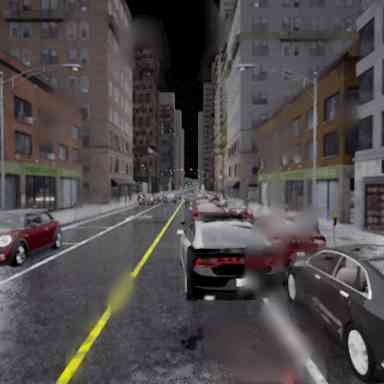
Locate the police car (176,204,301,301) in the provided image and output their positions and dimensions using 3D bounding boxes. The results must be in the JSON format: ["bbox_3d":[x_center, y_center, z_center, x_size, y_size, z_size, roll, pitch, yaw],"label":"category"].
[{"bbox_3d":[0.679,1.325,8.306,1.930,1.638,5.238,0,1,-5],"label":"police car"}]

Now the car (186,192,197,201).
[{"bbox_3d":[-0.040,0.836,58.826,1.837,1.490,4.892,0,1,0],"label":"car"}]

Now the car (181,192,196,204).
[{"bbox_3d":[-0.005,0.952,47.024,2.128,1.511,4.902,0,1,0],"label":"car"}]

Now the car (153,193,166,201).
[{"bbox_3d":[-5.814,0.861,60.200,1.887,1.381,4.507,-1,1,0],"label":"car"}]

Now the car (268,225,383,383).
[{"bbox_3d":[2.749,1.488,5.157,2.008,1.369,4.403,-1,1,0],"label":"car"}]

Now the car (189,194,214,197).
[{"bbox_3d":[0.884,1.194,24.256,1.882,1.535,5.008,0,1,0],"label":"car"}]

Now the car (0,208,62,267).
[{"bbox_3d":[-5.781,1.314,10.655,1.967,1.590,4.097,-1,1,0],"label":"car"}]

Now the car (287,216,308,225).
[{"bbox_3d":[2.745,1.418,10.662,1.887,1.381,4.507,-1,1,0],"label":"car"}]

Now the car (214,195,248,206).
[{"bbox_3d":[2.736,1.186,21.671,1.967,1.590,4.097,-1,1,0],"label":"car"}]

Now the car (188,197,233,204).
[{"bbox_3d":[0.888,1.263,18.257,1.882,1.535,5.008,0,1,0],"label":"car"}]

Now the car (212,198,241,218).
[{"bbox_3d":[2.734,1.228,27.176,1.887,1.381,4.507,-1,1,0],"label":"car"}]

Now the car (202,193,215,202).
[{"bbox_3d":[2.715,0.921,54.700,1.887,1.381,4.507,-1,1,0],"label":"car"}]

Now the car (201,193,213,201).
[{"bbox_3d":[2.711,0.860,60.206,1.887,1.381,4.507,-1,1,0],"label":"car"}]

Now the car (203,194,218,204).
[{"bbox_3d":[2.718,0.982,49.195,1.887,1.381,4.507,-1,1,0],"label":"car"}]

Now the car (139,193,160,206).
[{"bbox_3d":[-5.804,0.938,43.683,1.967,1.590,4.097,-1,1,0],"label":"car"}]

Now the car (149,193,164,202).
[{"bbox_3d":[-5.810,0.927,54.695,2.008,1.369,4.403,-1,1,0],"label":"car"}]

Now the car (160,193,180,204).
[{"bbox_3d":[-3.111,0.973,48.218,1.812,1.442,4.674,0,1,0],"label":"car"}]
